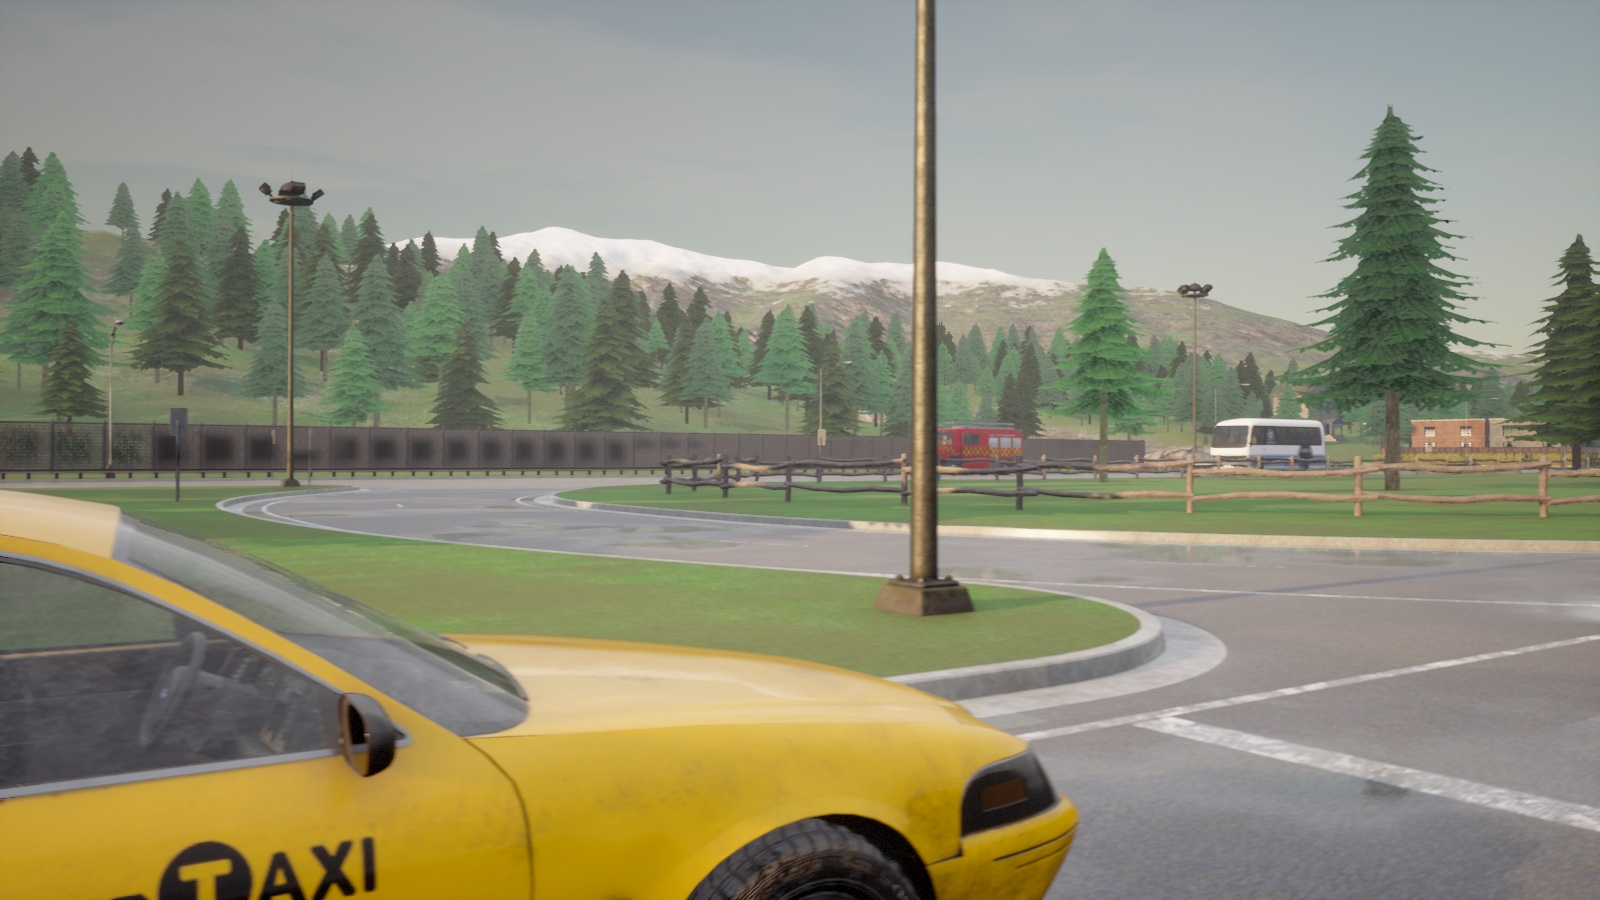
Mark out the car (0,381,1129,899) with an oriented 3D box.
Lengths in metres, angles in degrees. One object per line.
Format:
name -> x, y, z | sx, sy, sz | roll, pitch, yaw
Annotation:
car -> -1.895, 0.691, 2.340 | 5.366, 1.575, 1.801 | 0, 0, -35

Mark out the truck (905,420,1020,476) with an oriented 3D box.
truck -> 11.773, -0.127, 90.448 | 8.468, 3.827, 2.891 | 0, 0, -35

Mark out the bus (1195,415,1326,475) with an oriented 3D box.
bus -> 34.325, -0.347, 93.433 | 10.273, 4.253, 3.944 | 0, 0, -35
